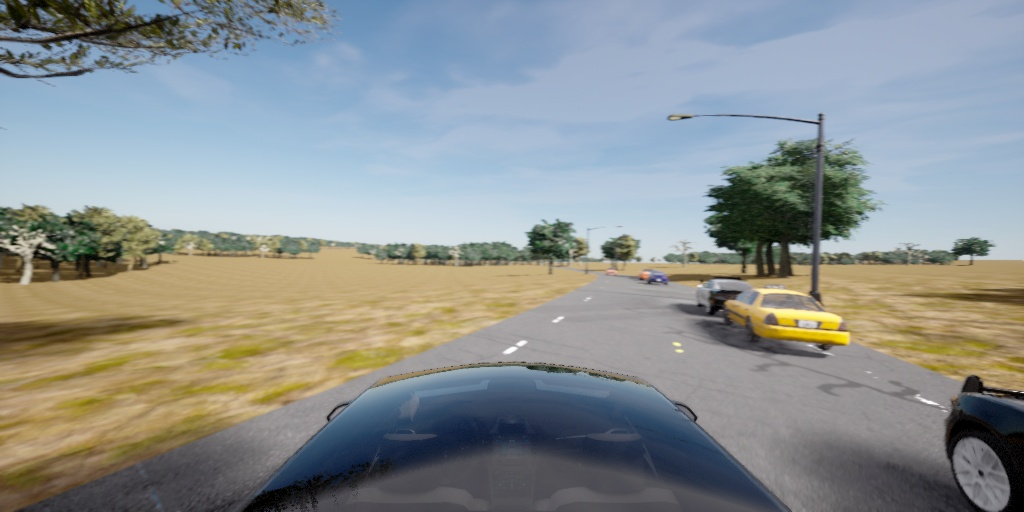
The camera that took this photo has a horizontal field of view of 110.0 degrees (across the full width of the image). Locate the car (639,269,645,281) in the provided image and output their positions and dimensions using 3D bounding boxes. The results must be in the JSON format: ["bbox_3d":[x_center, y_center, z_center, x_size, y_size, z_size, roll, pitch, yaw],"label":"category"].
[{"bbox_3d":[18.915,2.565,49.956,2.097,1.767,4.553,3,-1,14],"label":"car"}]

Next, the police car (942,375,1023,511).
[{"bbox_3d":[4.302,1.370,1.313,1.930,1.638,5.238,2,0,21],"label":"police car"}]

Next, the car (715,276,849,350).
[{"bbox_3d":[7.801,1.637,10.825,1.801,1.575,5.366,2,0,20],"label":"car"}]

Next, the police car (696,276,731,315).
[{"bbox_3d":[9.766,1.742,16.445,1.930,1.638,5.238,3,0,19],"label":"police car"}]

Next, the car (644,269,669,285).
[{"bbox_3d":[15.987,2.402,39.583,1.812,1.442,4.674,3,-1,17],"label":"car"}]
